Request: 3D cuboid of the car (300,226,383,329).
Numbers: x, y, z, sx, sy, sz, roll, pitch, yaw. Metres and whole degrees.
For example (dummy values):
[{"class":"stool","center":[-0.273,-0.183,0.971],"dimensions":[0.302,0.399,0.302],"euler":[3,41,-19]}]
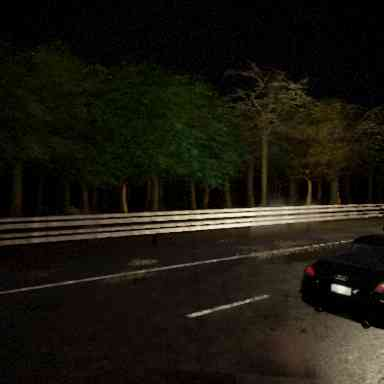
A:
[{"class":"car","center":[4.077,1.556,6.541],"dimensions":[4.181,1.385,1.994],"euler":[0,0,-34]}]
